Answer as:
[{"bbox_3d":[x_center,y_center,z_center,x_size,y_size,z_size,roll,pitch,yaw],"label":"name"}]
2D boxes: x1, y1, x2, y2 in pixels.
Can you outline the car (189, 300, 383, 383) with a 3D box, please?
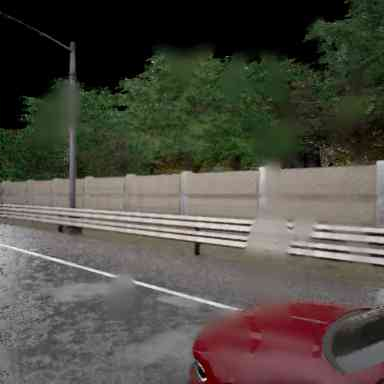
[{"bbox_3d":[2.261,1.479,2.256,5.008,1.535,1.882,0,0,36],"label":"car"}]
